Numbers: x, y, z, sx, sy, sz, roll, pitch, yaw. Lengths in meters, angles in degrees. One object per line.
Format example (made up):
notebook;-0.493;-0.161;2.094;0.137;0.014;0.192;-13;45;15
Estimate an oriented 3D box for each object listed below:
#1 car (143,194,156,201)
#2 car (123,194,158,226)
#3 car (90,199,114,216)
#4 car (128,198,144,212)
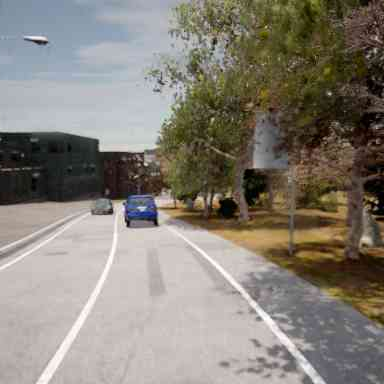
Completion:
car;-9.816;1.247;77.483;1.837;1.490;4.892;0;0;8
car;-3.804;1.277;24.281;2.150;2.045;5.566;-1;0;-12
car;-9.472;1.507;35.320;2.097;1.767;4.553;-1;0;-10
car;-7.085;1.586;42.383;1.837;1.490;4.892;-1;0;-7
